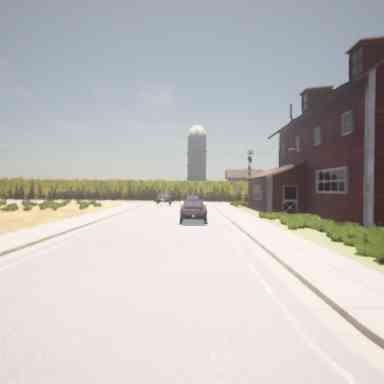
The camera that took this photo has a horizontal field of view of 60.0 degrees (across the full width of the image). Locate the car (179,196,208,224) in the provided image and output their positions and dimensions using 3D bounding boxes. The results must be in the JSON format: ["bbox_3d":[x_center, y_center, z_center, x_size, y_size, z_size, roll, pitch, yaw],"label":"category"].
[{"bbox_3d":[0.100,1.289,23.228,2.128,1.511,4.902,1,1,0],"label":"car"}]

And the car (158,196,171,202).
[{"bbox_3d":[-3.508,0.797,42.375,2.128,1.511,4.902,1,1,0],"label":"car"}]
